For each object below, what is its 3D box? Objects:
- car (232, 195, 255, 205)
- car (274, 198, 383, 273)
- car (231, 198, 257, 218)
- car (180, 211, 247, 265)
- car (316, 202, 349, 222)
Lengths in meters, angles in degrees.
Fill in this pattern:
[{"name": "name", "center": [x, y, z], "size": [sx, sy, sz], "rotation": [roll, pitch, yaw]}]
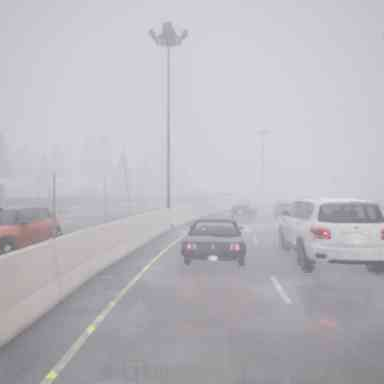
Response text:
[{"name": "car", "center": [8.458, 1.270, 54.627], "size": [1.882, 1.535, 5.008], "rotation": [0, 0, 32]}, {"name": "car", "center": [4.253, 1.183, 10.717], "size": [2.150, 2.045, 5.566], "rotation": [0, 0, 6]}, {"name": "car", "center": [4.515, 1.416, 28.850], "size": [1.812, 1.442, 4.674], "rotation": [0, 0, 16]}, {"name": "car", "center": [0.828, 1.555, 11.510], "size": [1.895, 1.301, 4.718], "rotation": [0, 0, 6]}, {"name": "car", "center": [11.035, 1.509, 26.368], "size": [1.895, 1.301, 4.718], "rotation": [0, 0, 17]}]
